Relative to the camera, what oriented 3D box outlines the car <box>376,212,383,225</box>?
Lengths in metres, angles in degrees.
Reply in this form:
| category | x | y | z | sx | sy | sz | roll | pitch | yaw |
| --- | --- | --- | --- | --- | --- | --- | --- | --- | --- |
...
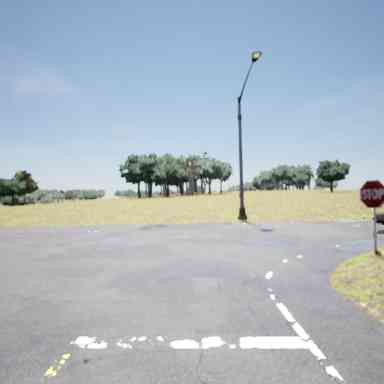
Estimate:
| category | x | y | z | sx | sy | sz | roll | pitch | yaw |
| --- | --- | --- | --- | --- | --- | --- | --- | --- | --- |
| car | 11.059 | 1.120 | 15.106 | 4.718 | 1.301 | 1.895 | -1 | -2 | -1 |
